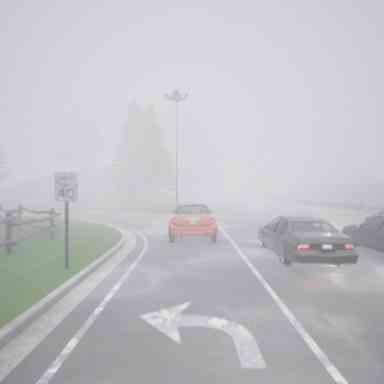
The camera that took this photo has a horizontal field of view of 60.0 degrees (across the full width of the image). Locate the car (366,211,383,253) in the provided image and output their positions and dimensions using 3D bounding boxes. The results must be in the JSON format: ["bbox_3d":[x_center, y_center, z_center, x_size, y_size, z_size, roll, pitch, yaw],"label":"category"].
[{"bbox_3d":[7.097,1.489,11.336,2.033,1.411,5.357,0,0,0],"label":"car"}]

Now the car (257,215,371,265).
[{"bbox_3d":[3.598,1.489,11.348,2.033,1.411,5.357,0,0,0],"label":"car"}]

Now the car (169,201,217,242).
[{"bbox_3d":[-0.011,1.269,16.141,2.097,1.767,4.553,0,0,-1],"label":"car"}]
